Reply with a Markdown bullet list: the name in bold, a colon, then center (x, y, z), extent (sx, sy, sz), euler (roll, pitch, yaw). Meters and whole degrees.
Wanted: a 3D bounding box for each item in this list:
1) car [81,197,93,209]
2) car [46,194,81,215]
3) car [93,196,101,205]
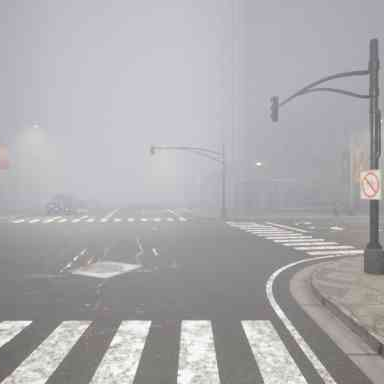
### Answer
- **car**: center (-15.084, 1.591, 45.173), extent (1.994, 1.385, 4.181), euler (0, 0, -9)
- **car**: center (-13.306, 1.239, 34.212), extent (2.150, 2.045, 5.566), euler (0, 0, -9)
- **car**: center (-17.132, 1.521, 57.999), extent (1.882, 1.535, 5.008), euler (0, 0, -9)
